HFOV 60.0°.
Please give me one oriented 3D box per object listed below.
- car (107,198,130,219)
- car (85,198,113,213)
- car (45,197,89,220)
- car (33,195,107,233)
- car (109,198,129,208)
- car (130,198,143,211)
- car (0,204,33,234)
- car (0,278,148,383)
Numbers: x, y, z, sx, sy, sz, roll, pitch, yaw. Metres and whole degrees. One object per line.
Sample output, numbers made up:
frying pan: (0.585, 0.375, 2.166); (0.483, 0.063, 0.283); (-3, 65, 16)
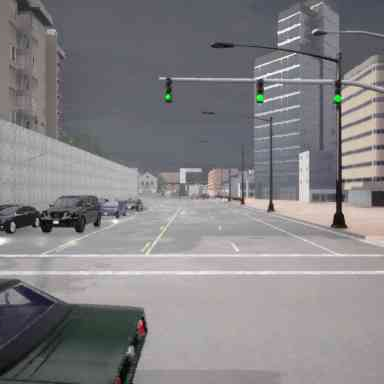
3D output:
car: (-7.106, 1.529, 29.759); (1.812, 1.442, 4.674); (0, 0, 0)
car: (-10.603, 1.509, 38.373); (1.837, 1.490, 4.892); (0, 0, 0)
car: (-10.607, 1.355, 28.555); (2.097, 1.767, 4.553); (0, 0, 0)
car: (-7.101, 1.223, 20.118); (2.150, 2.045, 5.566); (0, 0, 0)
car: (-10.568, 1.606, 48.433); (1.895, 1.301, 4.718); (0, 0, 0)
car: (-7.100, 1.496, 40.101); (2.128, 1.511, 4.902); (0, 0, 0)
car: (-10.605, 1.507, 19.487); (1.837, 1.490, 4.892); (0, 0, 0)
car: (-2.885, 1.602, 3.187); (4.718, 1.301, 1.895); (0, 0, 0)
